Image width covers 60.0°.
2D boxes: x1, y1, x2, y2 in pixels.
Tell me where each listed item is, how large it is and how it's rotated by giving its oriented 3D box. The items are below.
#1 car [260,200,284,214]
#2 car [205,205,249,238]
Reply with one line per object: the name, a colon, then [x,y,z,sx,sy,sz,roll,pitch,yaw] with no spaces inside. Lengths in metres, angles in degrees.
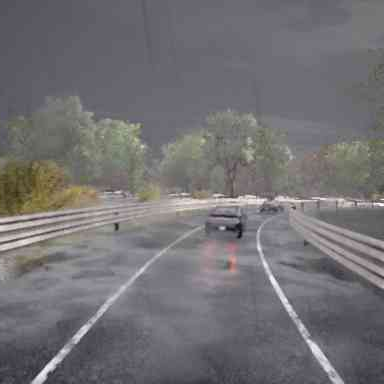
car: [9.200,1.656,38.169,1.812,1.442,4.674,2,0,28]
car: [1.912,1.462,17.614,2.128,1.511,4.902,1,0,13]
